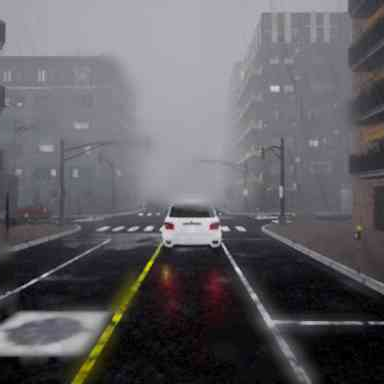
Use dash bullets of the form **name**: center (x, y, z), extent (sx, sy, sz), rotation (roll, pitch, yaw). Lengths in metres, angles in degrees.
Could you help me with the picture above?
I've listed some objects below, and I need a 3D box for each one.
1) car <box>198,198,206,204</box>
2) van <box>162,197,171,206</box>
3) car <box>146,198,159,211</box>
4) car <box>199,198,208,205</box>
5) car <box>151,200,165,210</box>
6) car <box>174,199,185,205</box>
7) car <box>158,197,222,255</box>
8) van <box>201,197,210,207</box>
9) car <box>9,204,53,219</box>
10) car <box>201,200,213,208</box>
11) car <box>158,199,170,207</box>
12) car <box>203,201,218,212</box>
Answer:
- **car**: center (2.569, 2.324, 85.822), extent (2.008, 1.369, 4.403), rotation (0, 0, 0)
- **van**: center (-5.312, 1.970, 69.168), extent (1.690, 1.788, 3.998), rotation (0, 0, 0)
- **car**: center (-5.312, 1.749, 46.961), extent (2.192, 1.841, 5.009), rotation (0, -1, 0)
- **car**: center (2.569, 2.118, 74.719), extent (1.967, 1.590, 4.097), rotation (0, 0, 0)
- **car**: center (-5.313, 2.028, 52.511), extent (1.887, 1.381, 4.507), rotation (0, -1, 0)
- **car**: center (-2.749, 2.207, 74.180), extent (2.033, 1.411, 5.357), rotation (0, 0, 0)
- **car**: center (0.002, 1.349, 14.030), extent (2.150, 2.045, 5.566), rotation (0, 0, 0)
- **van**: center (2.569, 1.922, 63.617), extent (1.690, 1.788, 3.998), rotation (0, 0, 0)
- **car**: center (-16.915, 1.964, 34.799), extent (4.097, 1.590, 1.967), rotation (-1, 0, 0)
- **car**: center (2.568, 2.114, 58.063), extent (1.802, 1.307, 4.206), rotation (0, -1, 0)
- **car**: center (-5.312, 2.125, 63.615), extent (1.887, 1.381, 4.507), rotation (0, -1, 0)
- **car**: center (2.568, 2.000, 46.959), extent (1.947, 1.339, 4.313), rotation (0, -1, 0)
